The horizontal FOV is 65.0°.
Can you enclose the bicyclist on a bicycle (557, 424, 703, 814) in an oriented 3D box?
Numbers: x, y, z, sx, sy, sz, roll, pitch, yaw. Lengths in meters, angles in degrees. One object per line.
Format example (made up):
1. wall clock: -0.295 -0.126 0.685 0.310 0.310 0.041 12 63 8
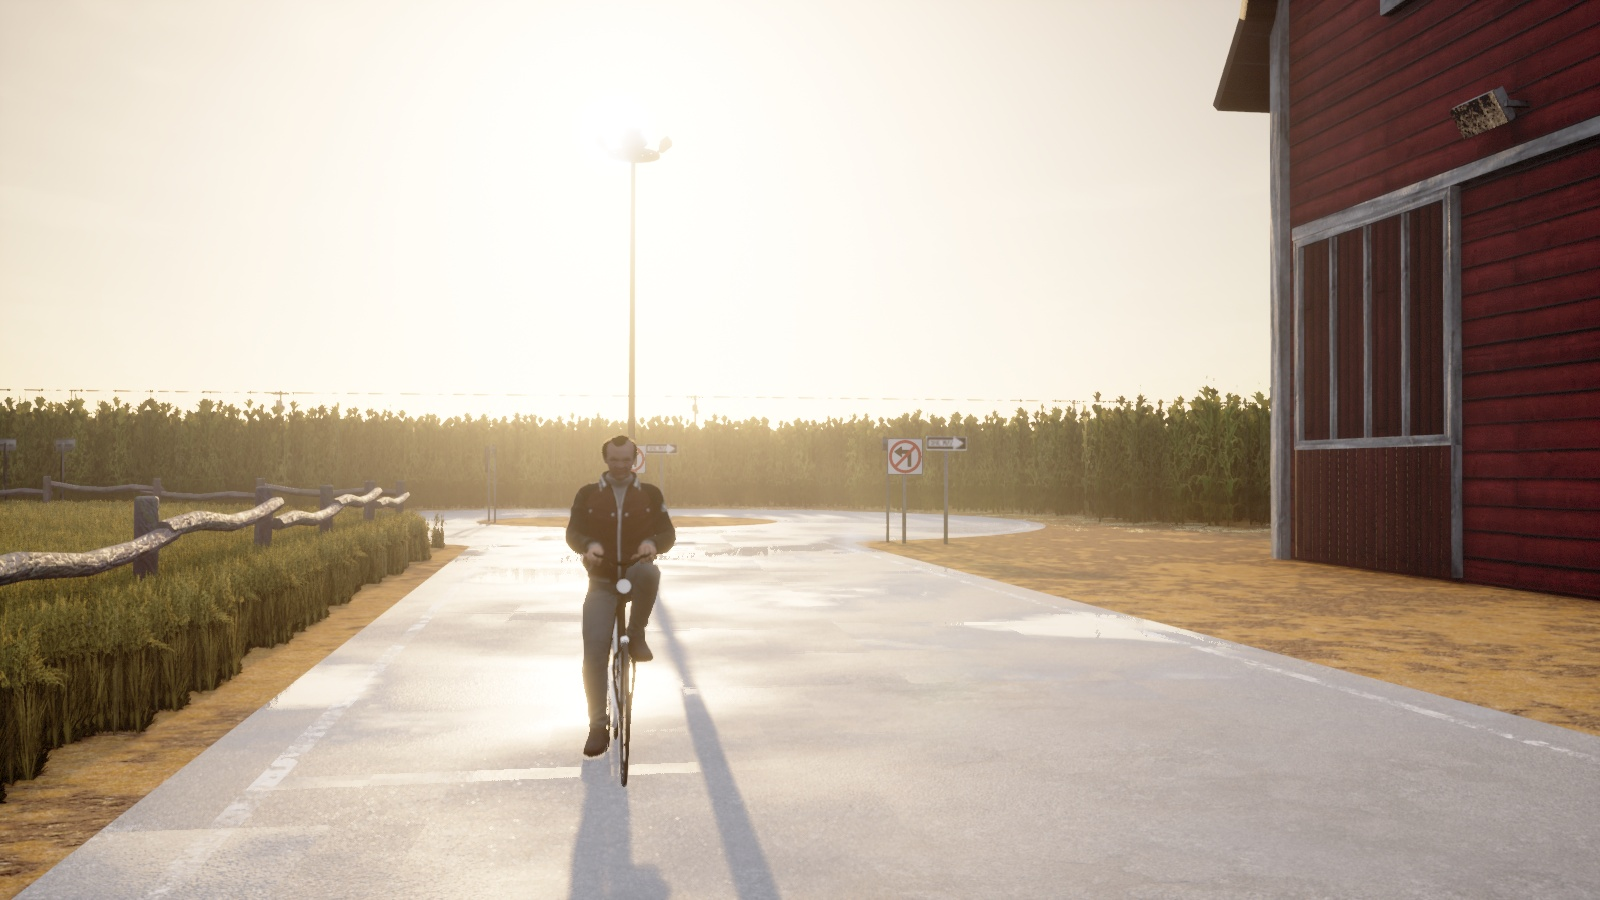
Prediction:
1. bicyclist on a bicycle: -0.949 0.800 6.700 0.659 1.776 1.843 0 -2 -10
